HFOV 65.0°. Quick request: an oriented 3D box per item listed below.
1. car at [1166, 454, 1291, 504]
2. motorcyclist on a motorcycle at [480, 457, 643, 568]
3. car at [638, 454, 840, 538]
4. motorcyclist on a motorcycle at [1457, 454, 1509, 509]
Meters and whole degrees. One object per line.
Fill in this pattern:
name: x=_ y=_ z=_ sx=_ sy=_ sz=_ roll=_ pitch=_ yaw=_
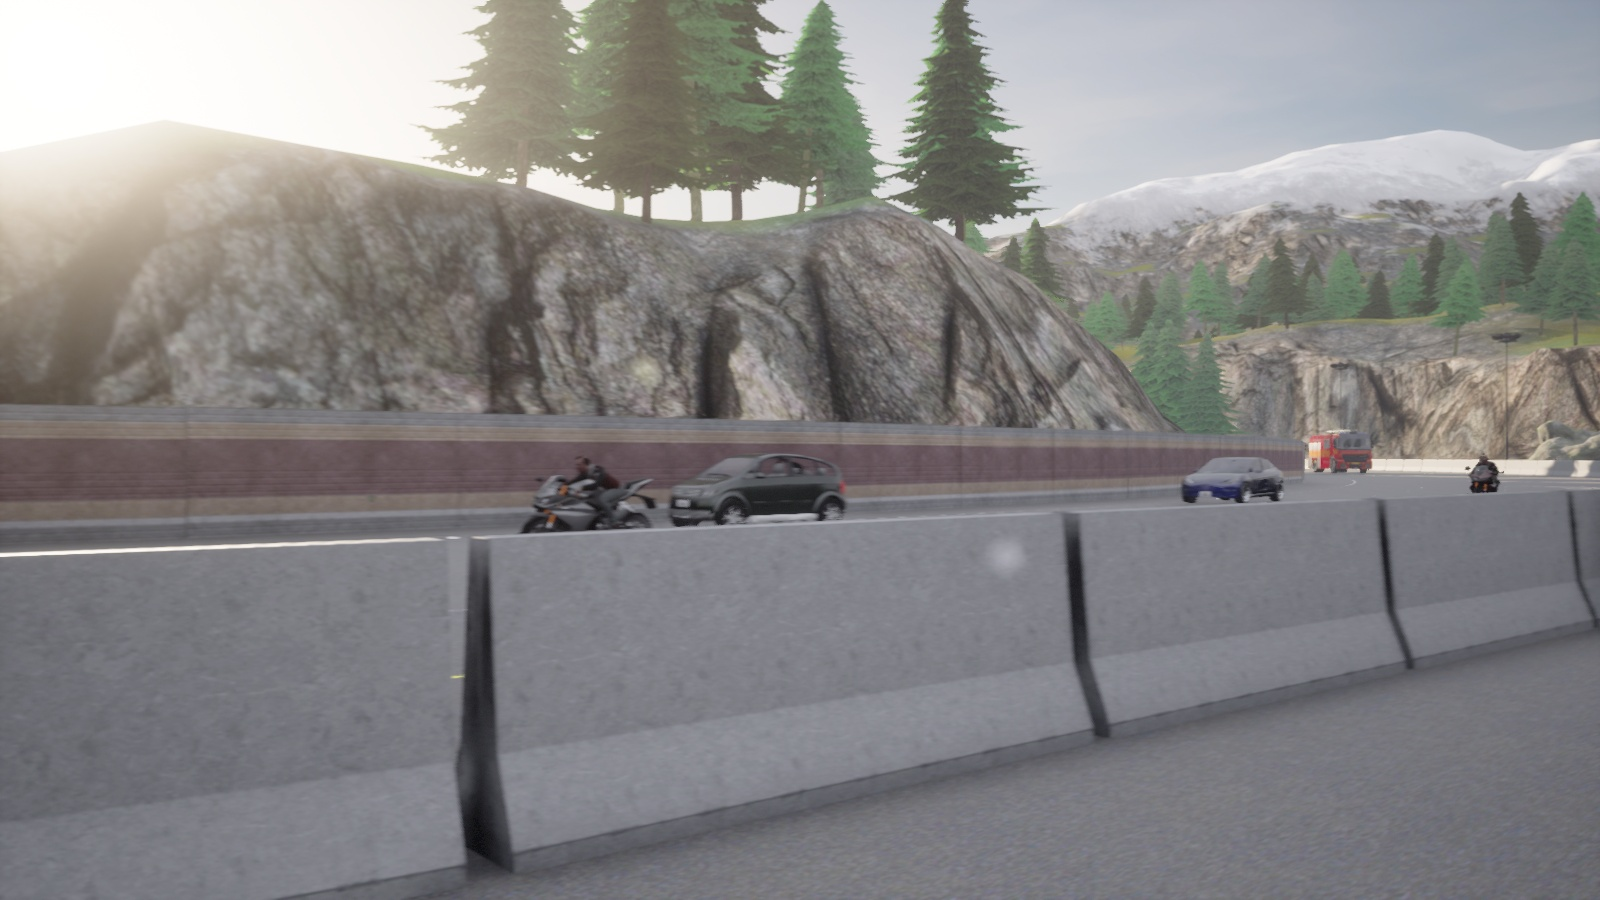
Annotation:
car: x=13.649 y=0.883 z=39.828 sx=2.163 sy=1.488 sz=4.792 roll=0 pitch=0 yaw=40
motorcyclist on a motorcycle: x=-3.486 y=0.880 z=18.488 sx=2.191 sy=1.530 sz=0.866 roll=0 pitch=-1 yaw=-38
car: x=-1.170 y=0.846 z=24.966 sx=3.705 sy=1.549 sz=1.789 roll=0 pitch=0 yaw=-40
motorcyclist on a motorcycle: x=19.475 y=0.879 z=35.802 sx=0.866 sy=1.530 sz=2.191 roll=-1 pitch=-1 yaw=40
